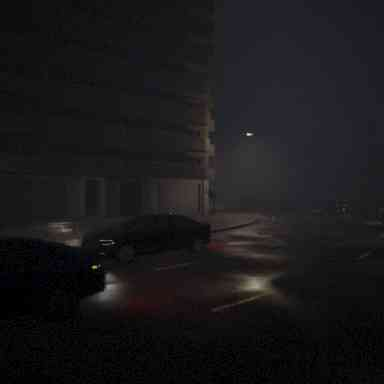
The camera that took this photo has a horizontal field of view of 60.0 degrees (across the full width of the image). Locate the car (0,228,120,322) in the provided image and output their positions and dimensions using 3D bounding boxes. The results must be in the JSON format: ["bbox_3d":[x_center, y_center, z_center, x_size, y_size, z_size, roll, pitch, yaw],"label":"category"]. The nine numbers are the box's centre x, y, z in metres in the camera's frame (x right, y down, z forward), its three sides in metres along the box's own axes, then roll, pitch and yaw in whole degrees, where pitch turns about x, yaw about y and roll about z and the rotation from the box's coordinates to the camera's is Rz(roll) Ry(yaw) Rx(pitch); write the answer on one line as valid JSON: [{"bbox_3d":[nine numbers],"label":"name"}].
[{"bbox_3d":[-3.843,1.526,5.694,4.674,1.442,1.812,0,0,-37],"label":"car"}]

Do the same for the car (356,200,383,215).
[{"bbox_3d":[20.166,1.682,37.090,1.837,1.490,4.892,0,0,0],"label":"car"}]

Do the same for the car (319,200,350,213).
[{"bbox_3d":[16.634,1.674,39.017,1.837,1.490,4.892,0,0,-2],"label":"car"}]

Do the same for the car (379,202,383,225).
[{"bbox_3d":[13.730,1.637,21.741,1.812,1.442,4.674,0,0,23],"label":"car"}]

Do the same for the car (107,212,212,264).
[{"bbox_3d":[-1.452,1.505,12.139,5.008,1.535,1.882,1,0,-42],"label":"car"}]
